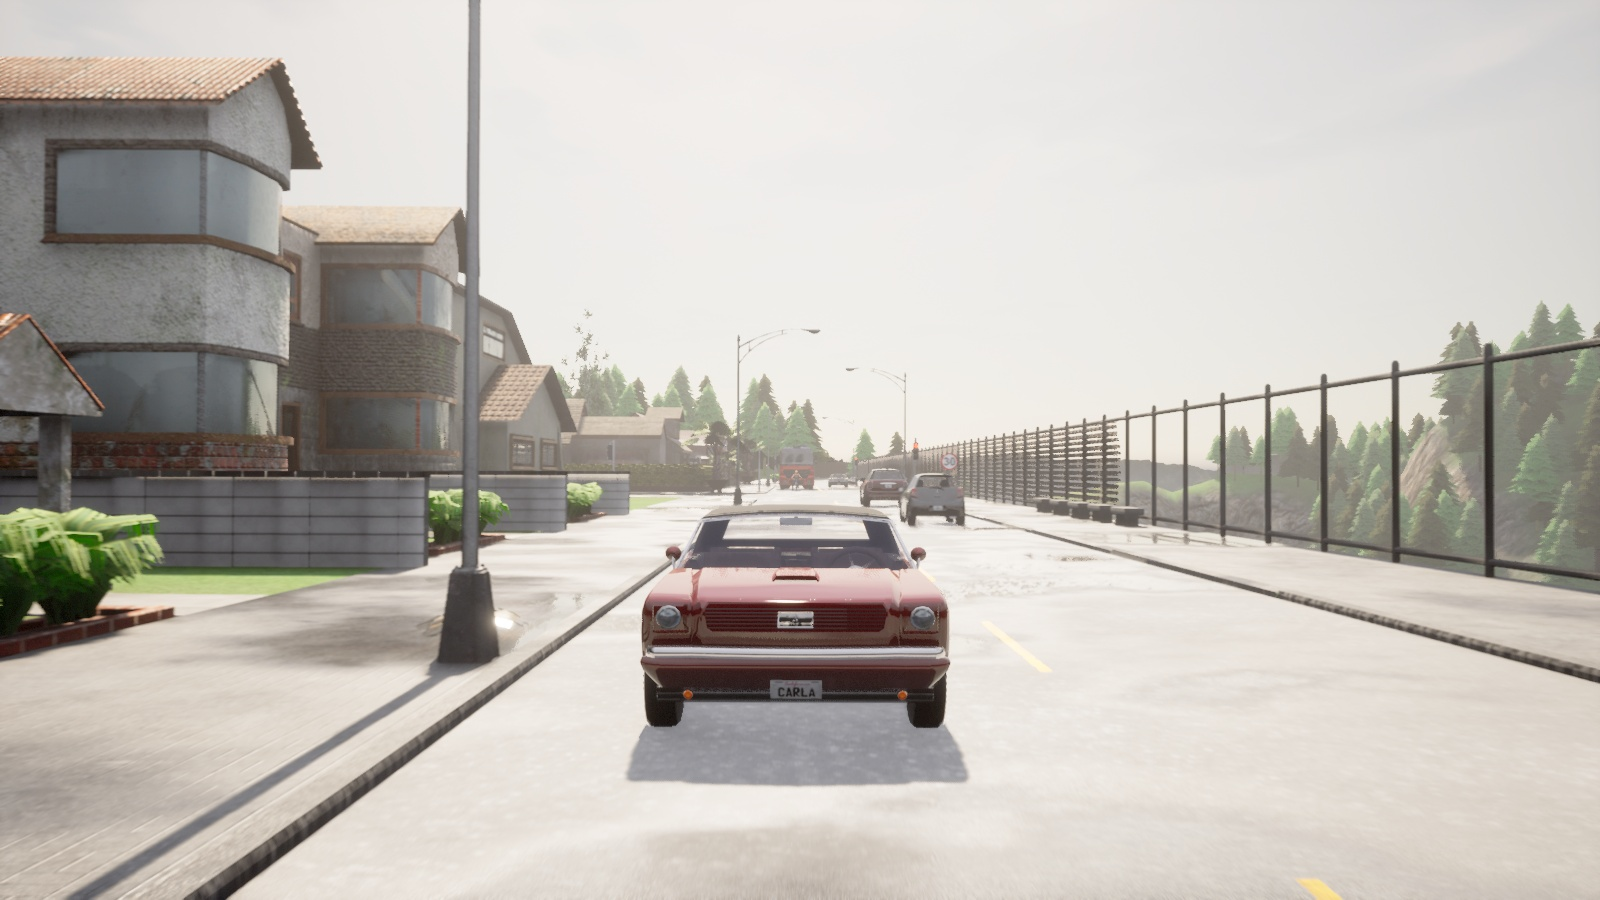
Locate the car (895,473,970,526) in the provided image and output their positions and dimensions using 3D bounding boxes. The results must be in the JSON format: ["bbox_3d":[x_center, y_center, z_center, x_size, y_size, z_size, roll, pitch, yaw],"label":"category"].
[{"bbox_3d":[3.909,1.441,37.518,1.845,1.501,3.633,0,-1,0],"label":"car"}]

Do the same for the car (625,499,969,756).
[{"bbox_3d":[-0.022,1.071,9.287,1.895,1.301,4.718,0,-1,0],"label":"car"}]

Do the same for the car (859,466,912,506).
[{"bbox_3d":[3.861,1.615,57.211,2.097,1.767,4.553,0,-1,0],"label":"car"}]
